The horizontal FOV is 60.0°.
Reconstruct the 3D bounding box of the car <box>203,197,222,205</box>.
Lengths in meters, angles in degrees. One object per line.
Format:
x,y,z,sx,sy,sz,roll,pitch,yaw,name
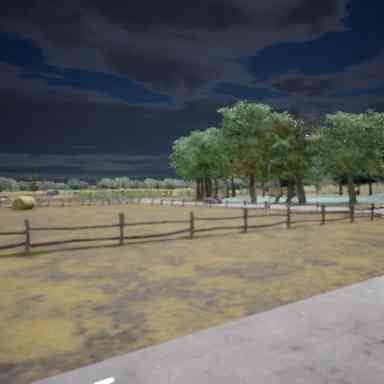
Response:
4.044,1.760,66.207,1.837,1.490,4.892,-3,1,-35,car
